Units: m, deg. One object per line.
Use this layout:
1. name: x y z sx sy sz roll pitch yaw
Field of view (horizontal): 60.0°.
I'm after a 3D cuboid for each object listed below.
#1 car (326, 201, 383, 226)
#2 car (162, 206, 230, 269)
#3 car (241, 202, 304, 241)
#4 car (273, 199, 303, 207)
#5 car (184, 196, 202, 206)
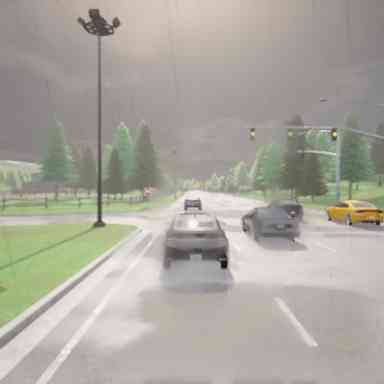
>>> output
1. car: 10.599 1.323 22.087 1.882 1.535 5.008 0 1 0
2. car: 0.099 1.415 10.805 2.128 1.511 4.902 0 0 0
3. car: 3.599 1.435 16.018 2.033 1.411 5.357 0 0 0
4. car: 7.098 1.296 25.878 1.882 1.535 5.008 0 0 0
5. car: 0.097 1.225 38.092 2.128 1.511 4.902 0 0 0
